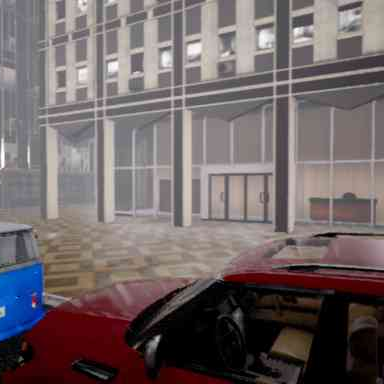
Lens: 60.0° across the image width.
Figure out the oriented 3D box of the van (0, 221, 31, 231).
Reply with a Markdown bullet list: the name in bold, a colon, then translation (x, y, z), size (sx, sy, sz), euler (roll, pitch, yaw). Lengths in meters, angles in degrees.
- **van**: translation (-4.070, 1.280, 4.986), size (3.998, 1.788, 1.690), euler (0, 2, 28)

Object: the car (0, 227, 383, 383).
- **car**: translation (0.948, 1.261, 2.317), size (5.009, 1.841, 2.192), euler (0, 2, 28)
